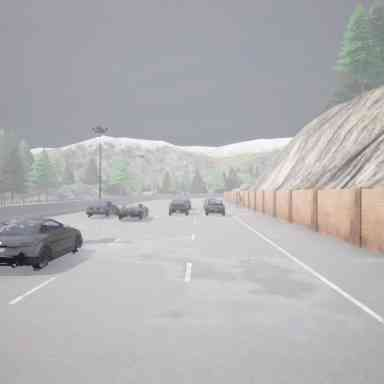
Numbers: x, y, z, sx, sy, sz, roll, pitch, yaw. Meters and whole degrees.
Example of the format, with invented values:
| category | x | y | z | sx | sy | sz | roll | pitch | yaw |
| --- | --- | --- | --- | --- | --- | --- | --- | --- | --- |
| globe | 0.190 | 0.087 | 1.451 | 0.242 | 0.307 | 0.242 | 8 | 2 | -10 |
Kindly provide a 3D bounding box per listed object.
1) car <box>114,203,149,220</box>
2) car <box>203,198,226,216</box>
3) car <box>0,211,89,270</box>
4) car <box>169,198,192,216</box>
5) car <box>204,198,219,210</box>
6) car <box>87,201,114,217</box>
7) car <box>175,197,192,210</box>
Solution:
| category | x | y | z | sx | sy | sz | roll | pitch | yaw |
| --- | --- | --- | --- | --- | --- | --- | --- | --- | --- |
| car | -4.864 | 1.601 | 28.111 | 1.895 | 1.301 | 4.718 | 0 | 0 | 1 |
| car | 2.234 | 1.491 | 32.831 | 2.128 | 1.511 | 4.902 | 0 | 0 | 1 |
| car | -5.213 | 1.563 | 11.092 | 1.994 | 1.385 | 4.181 | 0 | 0 | 1 |
| car | -1.263 | 1.505 | 33.029 | 1.837 | 1.490 | 4.892 | 0 | 0 | 1 |
| car | 2.446 | 1.526 | 43.277 | 1.812 | 1.442 | 4.674 | 0 | 0 | 1 |
| car | -8.297 | 1.547 | 31.161 | 2.033 | 1.411 | 5.357 | 0 | 0 | 1 |
| car | -1.050 | 1.478 | 43.472 | 1.882 | 1.535 | 5.008 | 0 | 0 | 1 |
